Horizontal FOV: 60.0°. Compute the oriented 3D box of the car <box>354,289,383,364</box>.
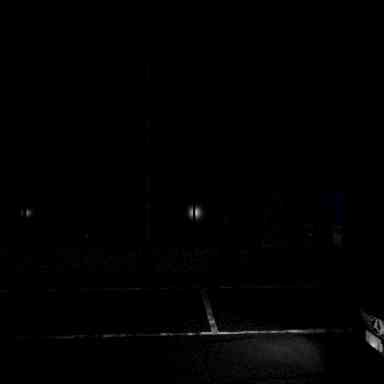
[{"bbox_3d":[4.501,1.525,4.120,4.674,1.442,1.812,0,0,-3],"label":"car"}]
